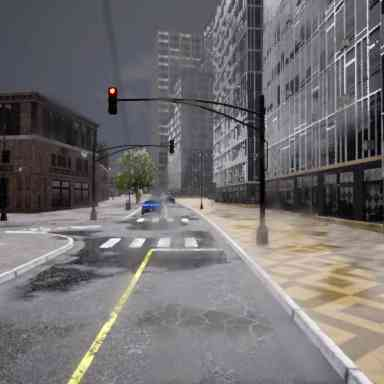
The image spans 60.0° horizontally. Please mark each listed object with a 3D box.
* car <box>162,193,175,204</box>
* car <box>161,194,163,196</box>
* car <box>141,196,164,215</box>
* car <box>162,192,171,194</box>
[{"bbox_3d":[-4.288,1.498,64.299,1.837,1.490,4.892,0,0,-8],"label":"car"},{"bbox_3d":[-6.779,1.590,61.466,1.895,1.301,4.718,0,0,-7],"label":"car"},{"bbox_3d":[-4.174,1.475,34.658,1.882,1.535,5.008,0,0,-4],"label":"car"},{"bbox_3d":[-5.756,1.045,74.638,2.150,2.045,5.566,0,0,-9],"label":"car"}]
